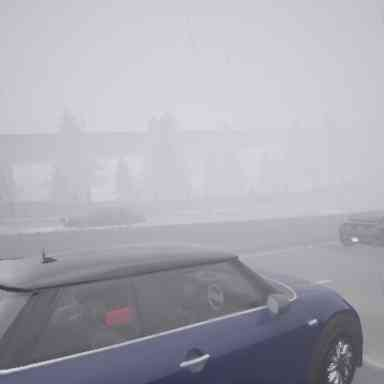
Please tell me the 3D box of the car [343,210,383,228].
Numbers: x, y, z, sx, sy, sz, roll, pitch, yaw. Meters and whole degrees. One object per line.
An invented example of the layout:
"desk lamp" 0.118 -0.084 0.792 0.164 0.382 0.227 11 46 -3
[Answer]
"car" 8.028 1.527 13.766 4.892 1.490 1.837 0 0 -35

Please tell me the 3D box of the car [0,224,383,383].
"car" -0.112 1.355 3.666 4.553 1.767 2.097 0 0 -35

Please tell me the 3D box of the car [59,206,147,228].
"car" -5.593 1.603 21.371 5.357 1.411 2.033 0 0 -36
